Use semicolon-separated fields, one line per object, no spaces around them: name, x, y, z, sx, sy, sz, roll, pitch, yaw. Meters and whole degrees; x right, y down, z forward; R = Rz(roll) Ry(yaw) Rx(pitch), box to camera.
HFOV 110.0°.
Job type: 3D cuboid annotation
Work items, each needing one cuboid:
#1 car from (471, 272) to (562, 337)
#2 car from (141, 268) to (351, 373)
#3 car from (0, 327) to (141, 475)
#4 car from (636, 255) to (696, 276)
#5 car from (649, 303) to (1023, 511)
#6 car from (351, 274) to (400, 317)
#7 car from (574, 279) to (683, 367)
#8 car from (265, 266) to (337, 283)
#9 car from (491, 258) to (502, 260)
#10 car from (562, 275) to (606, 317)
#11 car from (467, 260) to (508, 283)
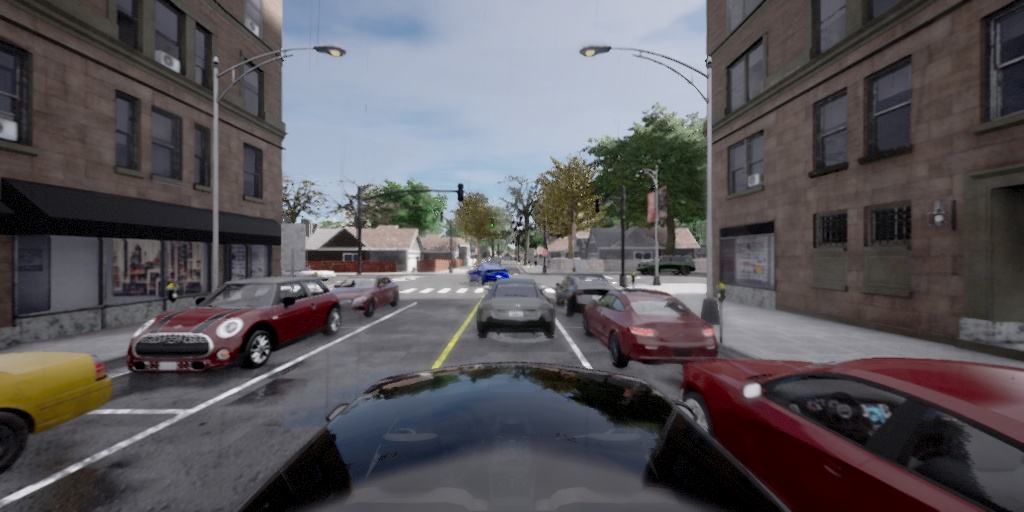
car;0.099;1.327;10.402;1.994;1.385;4.181;0;0;0
car;-5.388;1.198;7.609;1.967;1.591;4.097;0;0;0
car;-5.388;1.276;1.920;1.751;1.417;4.829;0;0;0
car;15.480;0.922;36.107;5.566;2.045;2.150;0;0;0
car;2.637;1.296;2.093;1.888;1.381;4.507;0;0;0
car;-5.389;1.349;13.128;1.802;1.307;4.207;0;0;0
car;2.637;1.341;7.611;1.802;1.307;4.207;0;0;0
car;-17.200;1.488;29.417;4.718;1.301;1.895;0;0;-3
car;-3.046;1.429;57.750;1.994;1.385;4.181;0;0;0
car;2.636;1.333;13.130;1.948;1.339;4.313;0;0;0
car;-1.867;1.268;26.388;1.882;1.535;5.008;0;0;-23
